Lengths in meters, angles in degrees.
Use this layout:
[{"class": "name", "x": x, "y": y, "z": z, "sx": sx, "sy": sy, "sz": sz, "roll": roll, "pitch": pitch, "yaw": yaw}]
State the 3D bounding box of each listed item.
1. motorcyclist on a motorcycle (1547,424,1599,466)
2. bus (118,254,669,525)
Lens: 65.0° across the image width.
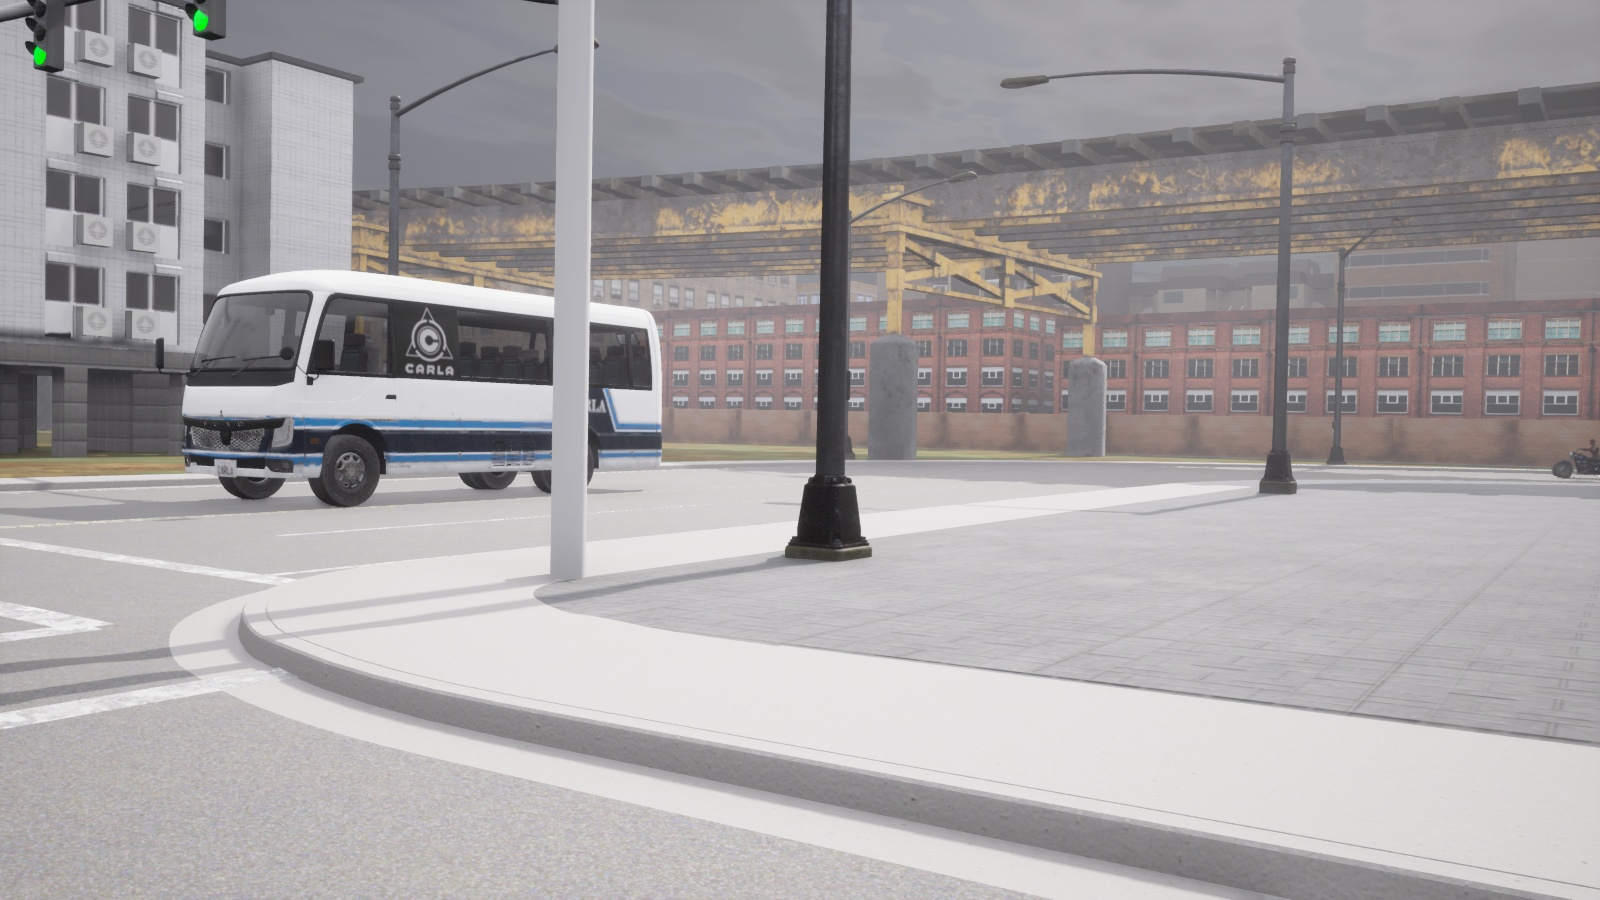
[{"class": "motorcyclist on a motorcycle", "x": 31.013, "y": -0.203, "z": 49.695, "sx": 2.350, "sy": 1.649, "sz": 0.766, "roll": 0, "pitch": 2, "yaw": 15}, {"class": "bus", "x": -7.391, "y": -1.054, "z": 25.062, "sx": 3.944, "sy": 4.253, "sz": 10.273, "roll": 1, "pitch": 1, "yaw": 33}]
